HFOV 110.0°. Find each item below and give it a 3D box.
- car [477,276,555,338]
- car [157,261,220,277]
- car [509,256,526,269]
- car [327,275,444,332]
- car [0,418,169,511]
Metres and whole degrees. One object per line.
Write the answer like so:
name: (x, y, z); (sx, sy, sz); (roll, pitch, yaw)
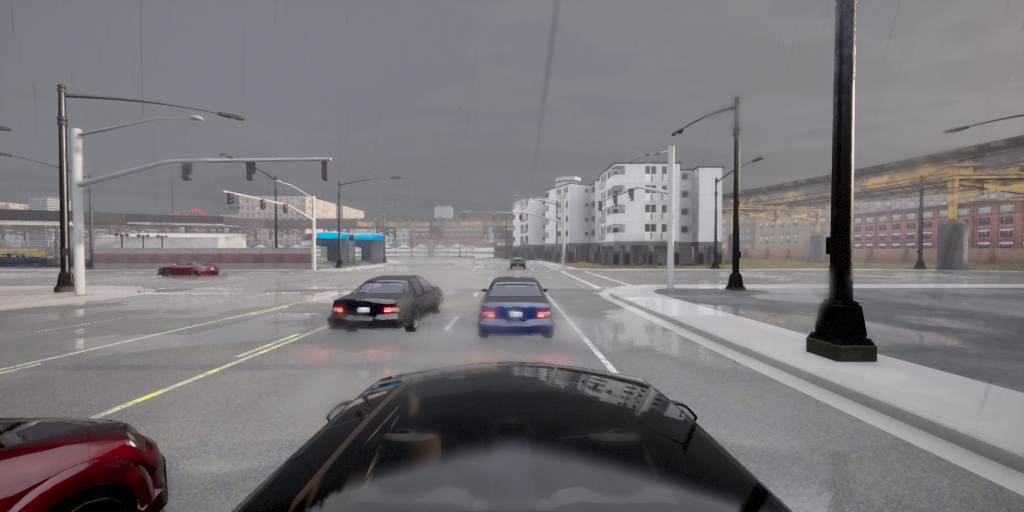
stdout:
car: (0.091, 1.279, 10.140); (2.033, 1.411, 5.357); (0, 0, 0)
car: (-27.964, 1.083, 31.055); (4.181, 1.385, 1.994); (0, 1, 0)
car: (0.709, 0.794, 44.746); (1.837, 1.490, 4.892); (0, 1, 0)
car: (-3.405, 1.273, 10.742); (2.033, 1.411, 5.357); (0, 0, 0)
car: (-3.395, 1.314, 0.746); (1.994, 1.385, 4.181); (0, 0, 0)
